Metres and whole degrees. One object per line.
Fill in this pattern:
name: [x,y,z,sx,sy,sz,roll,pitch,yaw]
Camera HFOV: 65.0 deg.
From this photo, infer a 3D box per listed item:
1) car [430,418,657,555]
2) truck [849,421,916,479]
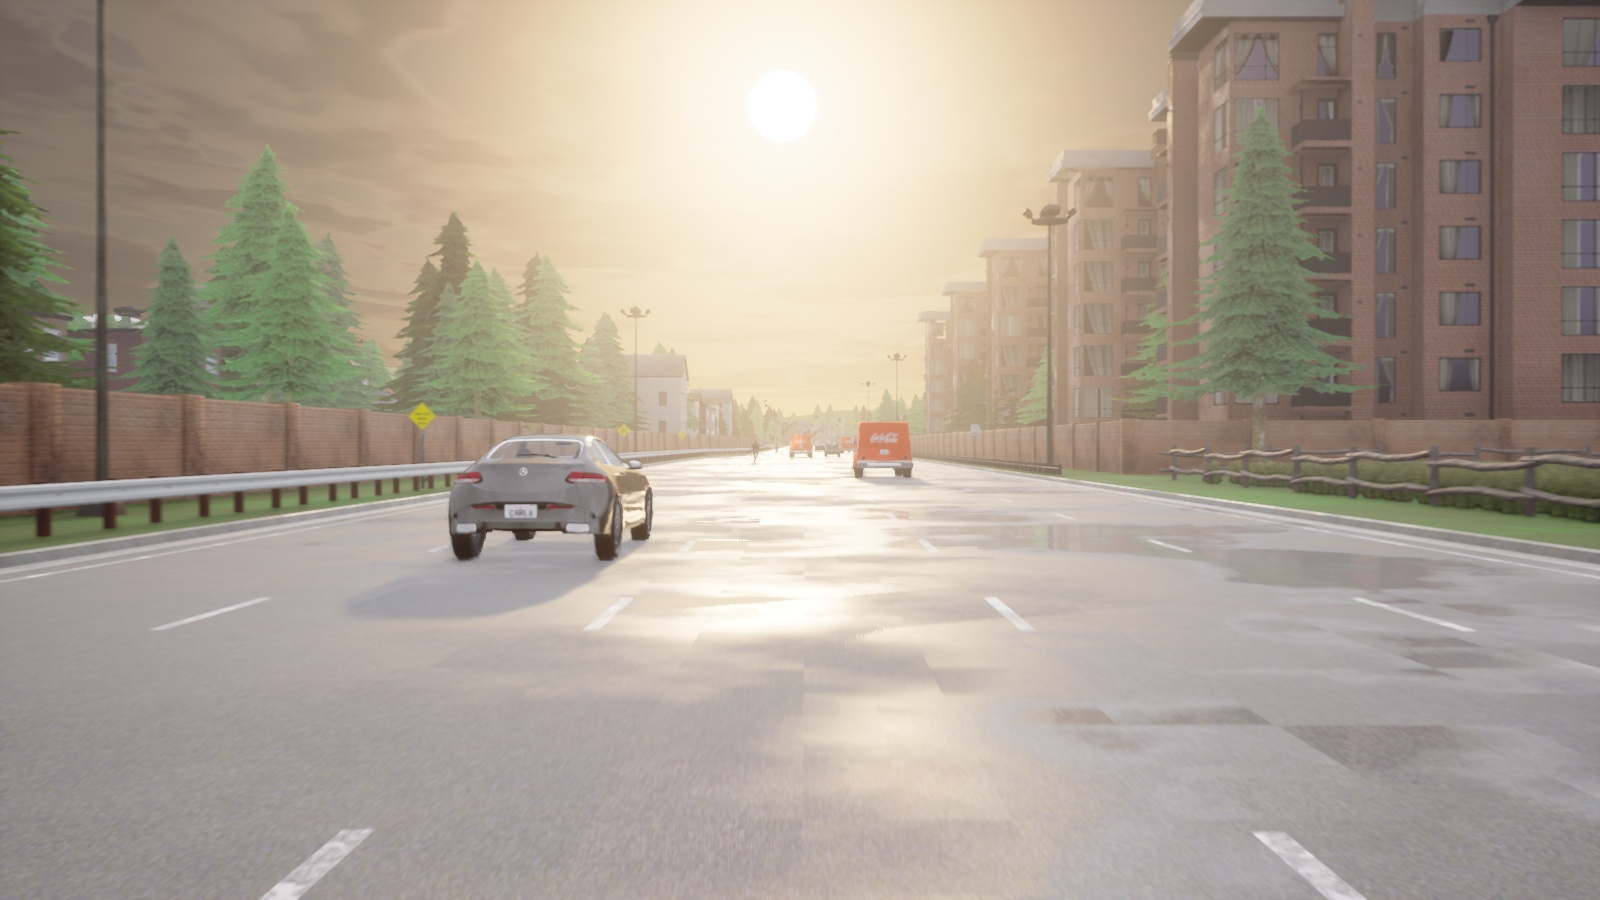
car: [-3.388,0.430,17.678,2.152,1.651,5.027,0,0,0]
truck: [3.614,-0.029,56.172,2.627,2.467,5.204,0,0,0]
